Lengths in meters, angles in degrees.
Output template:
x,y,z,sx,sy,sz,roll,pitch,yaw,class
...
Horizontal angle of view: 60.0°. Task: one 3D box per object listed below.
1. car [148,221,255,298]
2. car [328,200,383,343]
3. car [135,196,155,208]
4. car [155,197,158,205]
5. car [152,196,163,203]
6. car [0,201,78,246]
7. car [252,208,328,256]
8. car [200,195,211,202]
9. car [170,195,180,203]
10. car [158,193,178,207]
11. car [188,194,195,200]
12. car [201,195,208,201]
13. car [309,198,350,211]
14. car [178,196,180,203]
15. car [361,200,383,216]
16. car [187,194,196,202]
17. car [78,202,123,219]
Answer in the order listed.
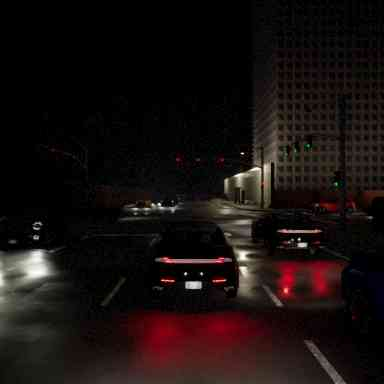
x,y,z,sx,sy,sz,roll,pitch,yaw,class
0.044,1.492,8.510,2.128,1.511,4.902,0,0,0,car
3.595,1.221,3.283,2.150,2.045,5.566,0,0,0,car
-7.163,1.478,49.282,1.882,1.535,5.008,0,0,0,car
-7.166,1.478,58.604,1.882,1.535,5.008,0,0,0,car
-7.101,1.601,68.767,1.895,1.301,4.718,0,0,0,car
-7.068,1.351,15.140,2.097,1.767,4.553,0,0,-3,car
3.562,1.492,13.128,2.128,1.511,4.902,0,0,0,car
3.385,1.524,78.828,1.812,1.442,4.674,0,0,0,car
-3.604,1.478,71.135,1.882,1.535,5.008,0,0,0,car
-3.661,1.352,51.398,2.097,1.767,4.553,0,0,0,car
-0.130,1.328,89.033,1.837,1.490,4.892,0,0,0,car
3.370,1.500,89.134,1.837,1.490,4.892,0,0,0,car
14.981,1.407,35.769,4.553,1.767,2.097,0,0,0,car
-3.651,1.221,60.987,2.150,2.045,5.566,0,0,0,car
19.366,1.533,32.284,5.008,1.535,1.882,0,0,0,car
-0.115,1.347,78.781,2.097,1.767,4.553,0,0,0,car
-8.332,1.548,28.487,4.674,1.442,1.812,0,0,0,car
